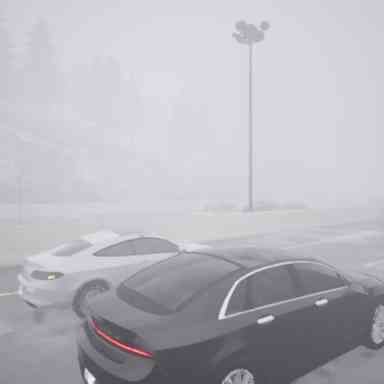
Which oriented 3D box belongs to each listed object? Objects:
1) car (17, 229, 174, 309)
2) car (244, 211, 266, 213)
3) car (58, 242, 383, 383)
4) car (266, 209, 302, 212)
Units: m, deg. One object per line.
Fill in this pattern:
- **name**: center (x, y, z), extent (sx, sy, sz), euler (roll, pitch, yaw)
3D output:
- **car**: center (-1.215, 1.543, 7.336), extent (4.674, 1.442, 1.812), euler (0, 0, -37)
- **car**: center (6.952, 1.546, 32.866), extent (5.008, 1.535, 1.882), euler (0, 0, -44)
- **car**: center (0.975, 1.515, 4.602), extent (4.892, 1.490, 1.837), euler (0, 0, -37)
- **car**: center (8.931, 1.586, 29.914), extent (4.674, 1.442, 1.812), euler (0, 0, -44)
